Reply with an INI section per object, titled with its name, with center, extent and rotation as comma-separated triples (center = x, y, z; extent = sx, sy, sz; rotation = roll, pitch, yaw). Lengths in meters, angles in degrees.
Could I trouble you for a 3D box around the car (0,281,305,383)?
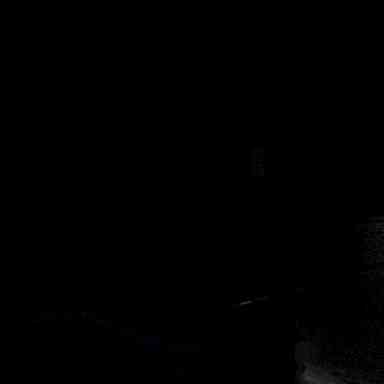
[car]
center = -1.446, 1.543, 2.669
extent = 5.357, 1.411, 2.033
rotation = 0, 0, -35
